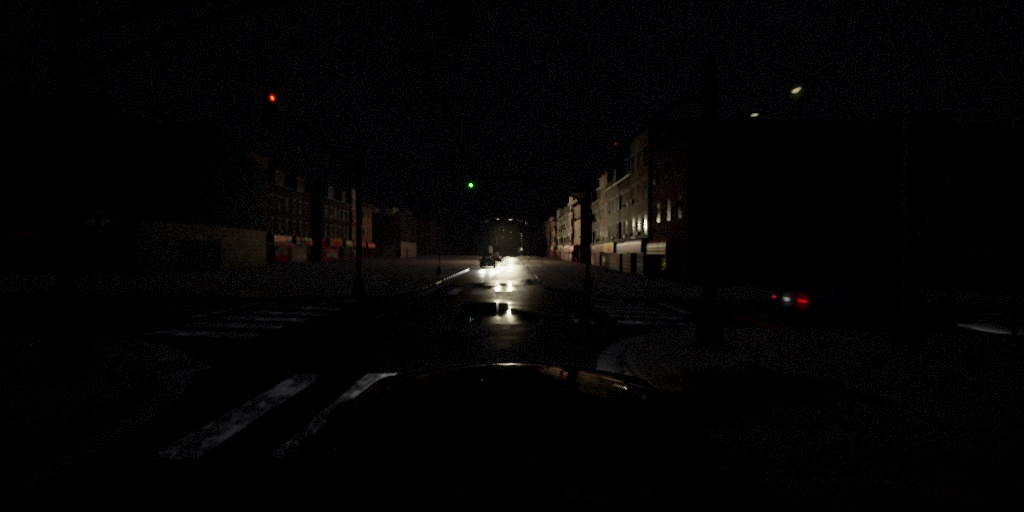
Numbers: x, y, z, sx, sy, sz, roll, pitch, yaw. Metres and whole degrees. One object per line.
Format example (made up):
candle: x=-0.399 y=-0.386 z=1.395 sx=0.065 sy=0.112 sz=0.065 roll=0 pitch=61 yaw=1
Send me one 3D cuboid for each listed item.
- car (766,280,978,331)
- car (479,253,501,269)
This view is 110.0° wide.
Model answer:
car: x=11.411 y=1.512 z=11.629 sx=5.357 sy=1.411 sz=2.033 roll=1 pitch=0 yaw=0
car: x=-2.841 y=0.680 z=42.991 sx=2.128 sy=1.511 sz=4.902 roll=0 pitch=1 yaw=0
